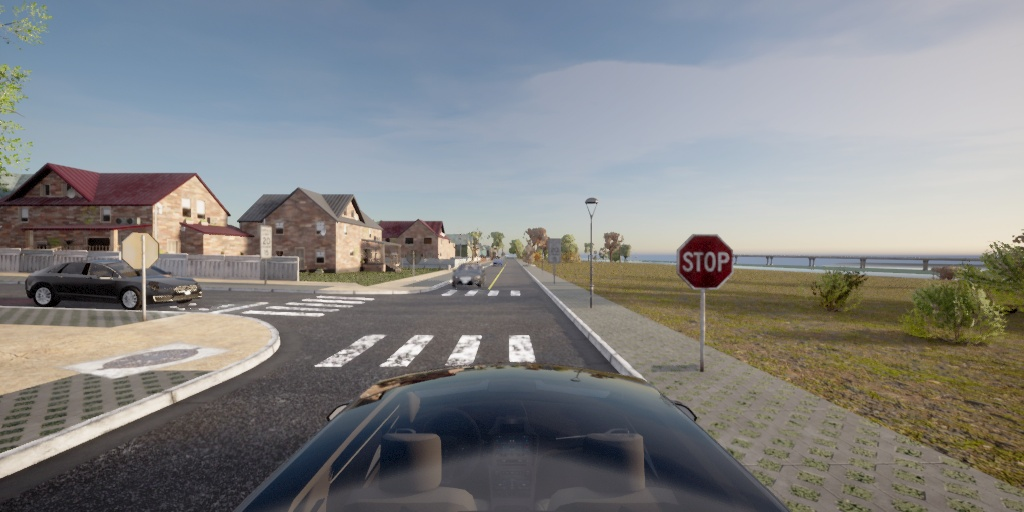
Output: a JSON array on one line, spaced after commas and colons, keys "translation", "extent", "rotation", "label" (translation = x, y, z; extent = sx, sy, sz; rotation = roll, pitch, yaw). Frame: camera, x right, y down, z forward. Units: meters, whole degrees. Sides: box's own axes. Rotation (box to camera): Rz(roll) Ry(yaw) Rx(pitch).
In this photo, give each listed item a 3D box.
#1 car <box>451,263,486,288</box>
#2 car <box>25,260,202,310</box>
[{"translation": [-2.762, 1.246, 23.621], "extent": [2.128, 1.511, 4.902], "rotation": [0, 0, 0], "label": "car"}, {"translation": [-13.165, 0.901, 12.002], "extent": [4.892, 1.490, 1.837], "rotation": [2, 0, 3], "label": "car"}]
